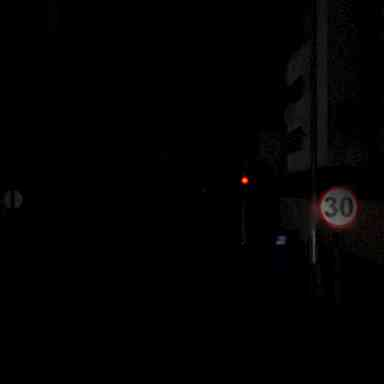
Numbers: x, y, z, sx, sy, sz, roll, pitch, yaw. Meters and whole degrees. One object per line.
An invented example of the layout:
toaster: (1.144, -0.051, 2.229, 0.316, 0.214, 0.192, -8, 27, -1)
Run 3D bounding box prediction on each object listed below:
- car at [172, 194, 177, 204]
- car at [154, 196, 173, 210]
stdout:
car: (-4.056, 1.622, 65.317, 1.882, 1.535, 5.008, 0, 0, 0)
car: (-4.106, 1.648, 45.952, 2.033, 1.411, 5.357, 0, 0, 0)
